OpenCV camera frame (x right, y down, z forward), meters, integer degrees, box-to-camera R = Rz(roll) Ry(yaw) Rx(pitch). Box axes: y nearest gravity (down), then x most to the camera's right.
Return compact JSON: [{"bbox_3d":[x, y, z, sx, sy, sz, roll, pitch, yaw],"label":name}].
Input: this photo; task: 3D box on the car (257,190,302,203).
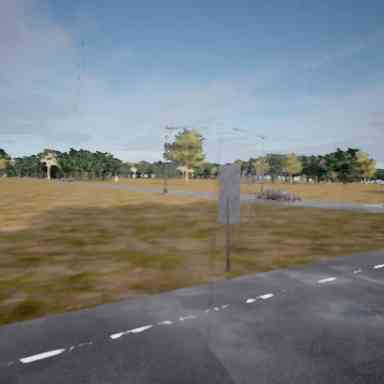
[{"bbox_3d":[10.122,0.446,39.066,2.033,1.411,5.357,0,2,-36],"label":"car"}]
